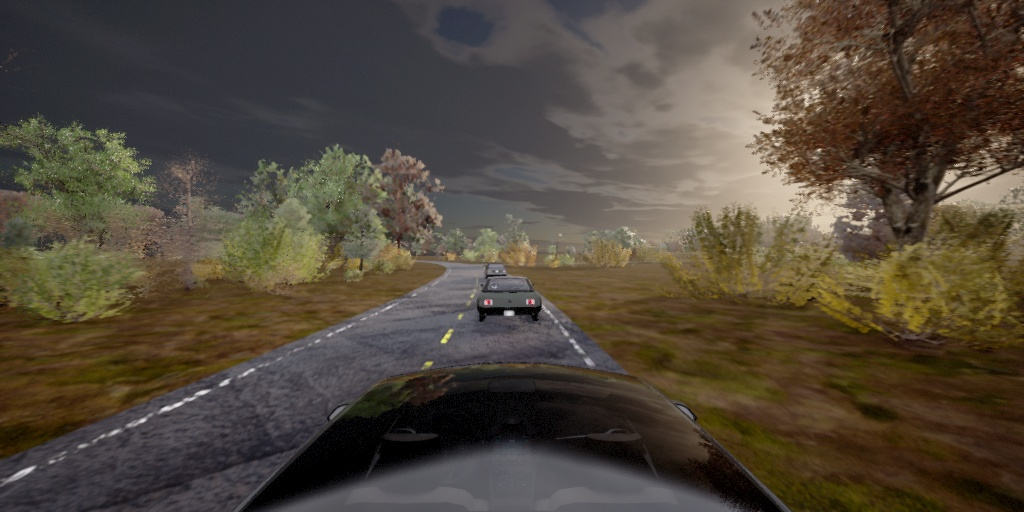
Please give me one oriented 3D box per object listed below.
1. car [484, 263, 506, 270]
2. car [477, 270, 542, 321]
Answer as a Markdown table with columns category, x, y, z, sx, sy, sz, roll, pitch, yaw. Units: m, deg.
| category | x | y | z | sx | sy | sz | roll | pitch | yaw |
| --- | --- | --- | --- | --- | --- | --- | --- | --- | --- |
| car | -1.450 | 1.287 | 31.164 | 2.033 | 1.411 | 5.357 | 0 | 0 | -6 |
| car | -0.159 | 1.347 | 12.438 | 1.895 | 1.301 | 4.718 | 0 | 0 | -2 |
